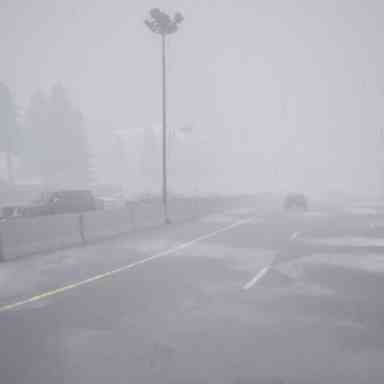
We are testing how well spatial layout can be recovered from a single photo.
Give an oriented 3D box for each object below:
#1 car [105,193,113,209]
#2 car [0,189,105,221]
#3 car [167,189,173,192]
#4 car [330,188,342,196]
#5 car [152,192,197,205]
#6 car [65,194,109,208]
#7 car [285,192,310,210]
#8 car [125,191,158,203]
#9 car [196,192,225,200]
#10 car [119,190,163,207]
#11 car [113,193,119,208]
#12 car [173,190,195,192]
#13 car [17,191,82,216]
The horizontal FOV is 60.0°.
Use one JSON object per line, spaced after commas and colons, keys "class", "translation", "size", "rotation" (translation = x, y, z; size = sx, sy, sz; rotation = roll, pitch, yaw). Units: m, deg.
{"class": "car", "translation": [-8.411, 1.012, 24.674], "size": [2.128, 1.511, 4.902], "rotation": [0, 1, 23]}
{"class": "car", "translation": [-7.514, 0.879, 17.949], "size": [2.150, 2.045, 5.566], "rotation": [0, 1, 24]}
{"class": "car", "translation": [-3.506, 0.473, 44.721], "size": [2.097, 1.767, 4.553], "rotation": [0, 1, 23]}
{"class": "car", "translation": [27.533, 0.022, 63.497], "size": [1.882, 1.535, 5.008], "rotation": [0, 1, 23]}
{"class": "car", "translation": [-1.516, 0.952, 31.620], "size": [1.895, 1.301, 4.718], "rotation": [0, 1, 23]}
{"class": "car", "translation": [-11.164, 0.910, 35.763], "size": [1.895, 1.301, 4.718], "rotation": [0, 1, 23]}
{"class": "car", "translation": [9.833, 0.808, 31.104], "size": [1.837, 1.490, 4.892], "rotation": [0, 2, 23]}
{"class": "car", "translation": [-6.862, 0.620, 45.782], "size": [2.033, 1.411, 5.357], "rotation": [0, 1, 23]}
{"class": "car", "translation": [2.438, 0.734, 40.848], "size": [1.895, 1.301, 4.718], "rotation": [0, 1, 23]}
{"class": "car", "translation": [-4.721, 0.811, 33.026], "size": [1.882, 1.535, 5.008], "rotation": [0, 1, 23]}
{"class": "car", "translation": [-7.937, 0.845, 34.408], "size": [1.812, 1.442, 4.674], "rotation": [0, 1, 23]}
{"class": "car", "translation": [-0.303, 0.635, 43.310], "size": [1.812, 1.442, 4.674], "rotation": [0, 1, 23]}
{"class": "car", "translation": [-11.308, 0.841, 26.793], "size": [2.097, 1.767, 4.553], "rotation": [0, 1, 23]}
